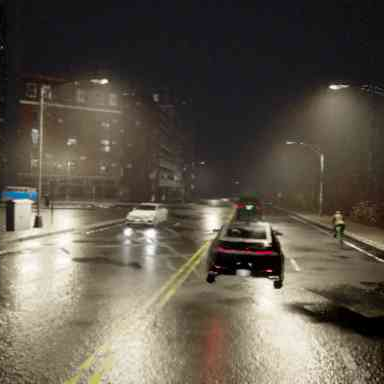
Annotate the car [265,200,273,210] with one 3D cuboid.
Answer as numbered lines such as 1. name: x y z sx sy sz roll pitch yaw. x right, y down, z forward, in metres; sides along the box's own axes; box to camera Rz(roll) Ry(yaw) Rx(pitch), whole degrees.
1. car: 11.381 1.940 51.347 2.128 1.511 4.902 2 0 7

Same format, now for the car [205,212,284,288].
1. car: 1.570 1.561 9.604 2.128 1.511 4.902 2 0 11

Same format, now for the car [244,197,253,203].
1. car: 14.935 2.075 88.269 1.882 1.535 5.008 2 0 4

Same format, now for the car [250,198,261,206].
1. car: 13.434 2.014 70.481 1.882 1.535 5.008 2 0 5

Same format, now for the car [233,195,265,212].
1. car: 5.101 1.438 29.955 2.150 2.045 5.566 2 0 9

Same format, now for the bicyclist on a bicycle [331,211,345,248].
1. bicyclist on a bicycle: 6.728 1.698 15.303 0.582 1.620 1.656 2 0 10

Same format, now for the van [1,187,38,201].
1. van: -21.247 0.290 41.241 3.998 1.788 1.690 3 -1 -20

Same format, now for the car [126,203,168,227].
1. car: -2.875 1.476 22.443 1.812 1.442 4.674 2 0 10

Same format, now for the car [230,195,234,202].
1. car: 11.676 1.721 88.142 2.150 2.045 5.566 2 0 4
